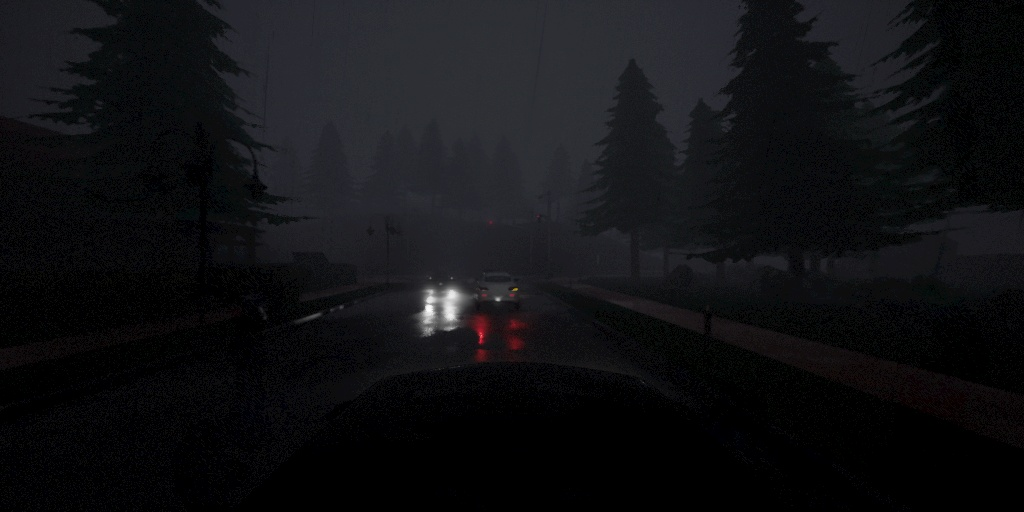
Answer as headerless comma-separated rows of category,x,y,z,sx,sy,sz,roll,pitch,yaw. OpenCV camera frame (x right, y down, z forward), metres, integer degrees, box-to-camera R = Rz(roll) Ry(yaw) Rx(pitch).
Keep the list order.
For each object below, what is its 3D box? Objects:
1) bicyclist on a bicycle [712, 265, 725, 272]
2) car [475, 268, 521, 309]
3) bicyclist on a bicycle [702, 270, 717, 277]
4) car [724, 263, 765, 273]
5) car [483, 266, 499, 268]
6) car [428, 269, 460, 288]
bicyclist on a bicycle,19.900,1.284,34.590,0.582,1.620,1.656,-3,0,-17
car,-0.653,1.426,15.927,1.812,1.442,4.674,0,0,-4
bicyclist on a bicycle,18.904,1.897,34.685,1.620,0.582,1.656,10,0,-18
car,27.958,1.519,43.068,4.902,1.511,2.128,0,-1,-4
car,-1.790,1.555,30.477,1.837,1.490,4.892,0,0,-6
car,-4.970,1.613,26.550,1.895,1.301,4.718,0,-1,-4
